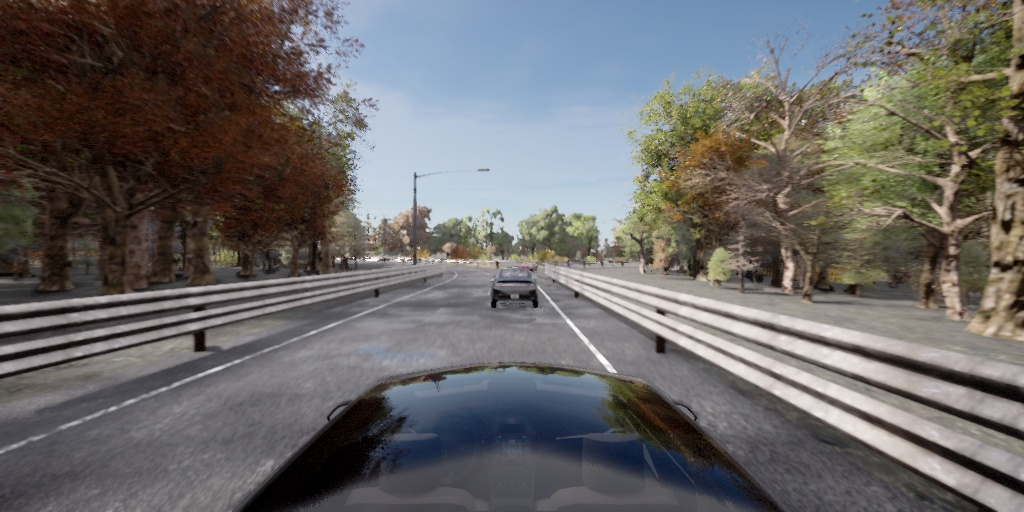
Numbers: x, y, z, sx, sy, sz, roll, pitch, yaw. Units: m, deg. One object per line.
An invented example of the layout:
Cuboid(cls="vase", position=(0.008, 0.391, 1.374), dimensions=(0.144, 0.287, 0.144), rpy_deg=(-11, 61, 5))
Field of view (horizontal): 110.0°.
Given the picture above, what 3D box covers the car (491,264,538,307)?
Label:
Cuboid(cls="car", position=(0.107, 1.281, 15.715), dimensions=(2.128, 1.511, 4.902), rpy_deg=(0, 0, 0))
